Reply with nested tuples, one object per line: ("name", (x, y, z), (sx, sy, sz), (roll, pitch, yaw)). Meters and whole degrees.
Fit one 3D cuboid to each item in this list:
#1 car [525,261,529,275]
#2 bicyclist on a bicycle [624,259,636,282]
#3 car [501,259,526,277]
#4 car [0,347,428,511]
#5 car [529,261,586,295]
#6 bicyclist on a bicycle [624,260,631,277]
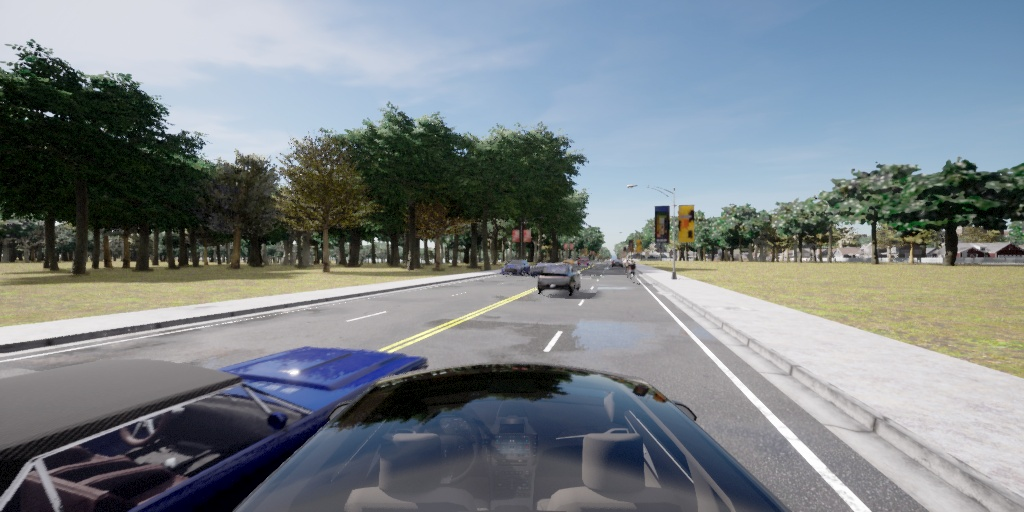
("car", (3.123, 1.305, 33.803), (2.033, 1.411, 5.357), (0, 0, 16))
("bicyclist on a bicycle", (8.690, 1.126, 26.067), (0.659, 1.776, 1.843), (0, 0, 16))
("car", (0.454, 1.110, 36.277), (2.097, 1.767, 4.553), (0, 0, 16))
("car", (-2.377, 1.351, 2.289), (1.895, 1.301, 4.718), (0, 0, 16))
("car", (2.655, 1.245, 19.731), (2.128, 1.511, 4.902), (0, 0, 16))
("bicyclist on a bicycle", (11.247, 1.212, 34.931), (0.582, 1.620, 1.656), (0, 0, 16))
